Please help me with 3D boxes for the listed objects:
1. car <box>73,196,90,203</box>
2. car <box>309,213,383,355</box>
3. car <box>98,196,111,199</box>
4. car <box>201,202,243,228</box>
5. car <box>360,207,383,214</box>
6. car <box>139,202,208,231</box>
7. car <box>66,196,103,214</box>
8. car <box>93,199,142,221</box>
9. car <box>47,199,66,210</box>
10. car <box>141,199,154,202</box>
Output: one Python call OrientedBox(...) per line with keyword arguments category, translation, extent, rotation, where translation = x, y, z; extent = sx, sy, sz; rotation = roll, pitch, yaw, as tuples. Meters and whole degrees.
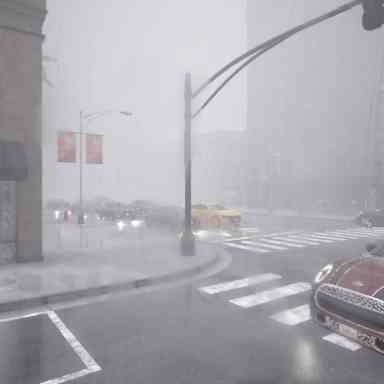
OrientedBox(category="car", translation=(-22.041, 1.451, 66.332), extent=(1.994, 1.385, 4.181), rotation=(0, 0, -36))
OrientedBox(category="car", translation=(4.214, 1.354, 5.596), extent=(4.553, 1.767, 2.097), rotation=(0, 0, -25))
OrientedBox(category="car", translation=(-10.250, 1.295, 38.529), extent=(2.097, 1.767, 4.553), rotation=(0, 0, -36))
OrientedBox(category="car", translation=(1.284, 1.451, 22.504), extent=(1.882, 1.535, 5.008), rotation=(0, 0, -35))
OrientedBox(category="car", translation=(11.958, 1.340, 19.153), extent=(2.097, 1.767, 4.553), rotation=(0, 0, -36))
OrientedBox(category="car", translation=(-1.224, 1.542, 20.424), extent=(1.994, 1.385, 4.181), rotation=(0, 0, -36))
OrientedBox(category="car", translation=(-11.069, 1.478, 34.108), extent=(1.812, 1.442, 4.674), rotation=(0, 0, -36))
OrientedBox(category="car", translation=(-6.144, 1.529, 27.241), extent=(1.994, 1.385, 4.181), rotation=(0, 0, -37))
OrientedBox(category="car", translation=(-17.054, 1.537, 42.459), extent=(1.895, 1.301, 4.718), rotation=(0, 0, -35))
OrientedBox(category="car", translation=(-4.264, 1.463, 30.203), extent=(1.837, 1.490, 4.892), rotation=(0, 0, -36))
